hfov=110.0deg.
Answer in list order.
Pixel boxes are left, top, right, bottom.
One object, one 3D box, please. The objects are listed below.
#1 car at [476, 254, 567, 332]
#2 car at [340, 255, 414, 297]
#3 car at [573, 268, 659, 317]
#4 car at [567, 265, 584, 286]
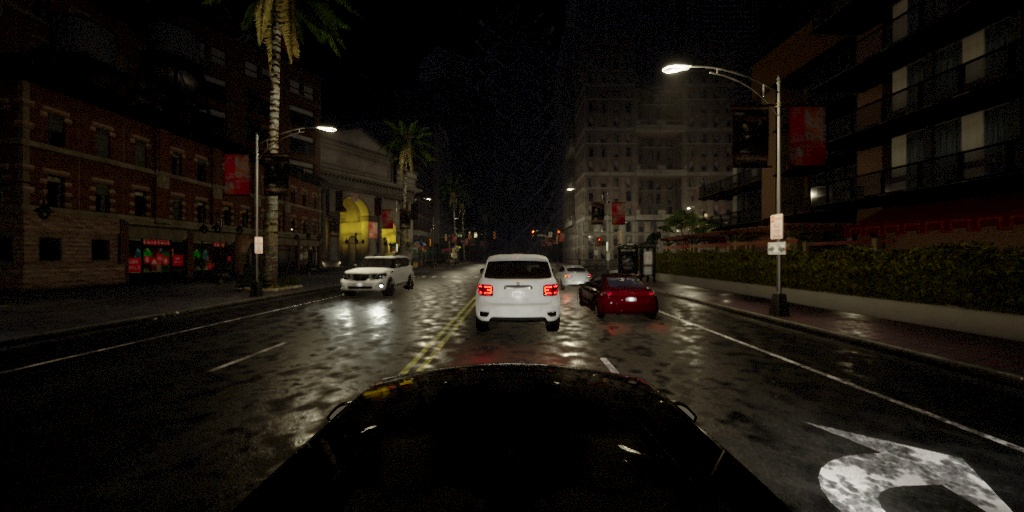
[{"bbox_3d":[0.159,0.970,11.043,2.150,2.045,5.566,0,0,0],"label":"car"},{"bbox_3d":[-6.909,0.972,19.097,2.150,2.045,5.566,0,0,1],"label":"car"},{"bbox_3d":[3.681,1.311,13.059,1.994,1.385,4.181,0,0,0],"label":"car"},{"bbox_3d":[3.729,1.271,22.110,1.812,1.442,4.674,0,0,0],"label":"car"}]
